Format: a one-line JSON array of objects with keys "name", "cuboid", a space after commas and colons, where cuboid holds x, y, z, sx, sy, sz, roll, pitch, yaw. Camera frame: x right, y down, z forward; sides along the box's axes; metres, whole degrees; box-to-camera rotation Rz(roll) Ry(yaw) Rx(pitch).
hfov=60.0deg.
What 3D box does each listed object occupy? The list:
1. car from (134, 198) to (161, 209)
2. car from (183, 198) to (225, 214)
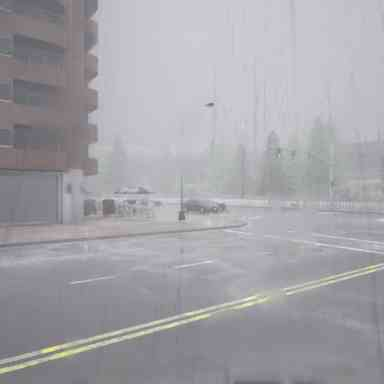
[{"name": "car", "cuboid": [-6.697, 1.545, 44.747, 1.895, 1.301, 4.718, 0, 0, -40]}, {"name": "car", "cuboid": [0.867, 1.449, 34.312, 1.837, 1.490, 4.892, 0, 0, -35]}]
